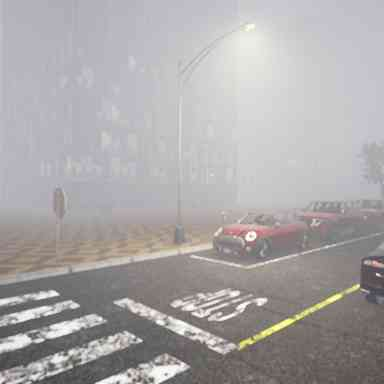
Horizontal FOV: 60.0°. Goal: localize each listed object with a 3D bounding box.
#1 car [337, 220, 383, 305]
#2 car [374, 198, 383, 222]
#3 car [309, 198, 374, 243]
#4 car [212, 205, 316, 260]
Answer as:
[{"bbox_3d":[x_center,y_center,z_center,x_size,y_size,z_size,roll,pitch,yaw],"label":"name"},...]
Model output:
[{"bbox_3d":[5.229,1.483,7.050,4.902,1.511,2.128,0,0,-43],"label":"car"},{"bbox_3d":[10.831,1.292,20.158,5.009,1.841,2.192,0,1,-43],"label":"car"},{"bbox_3d":[6.726,1.298,16.281,5.009,1.841,2.192,0,1,-43],"label":"car"},{"bbox_3d":[2.621,1.428,12.404,4.097,1.590,1.967,0,1,-43],"label":"car"}]
